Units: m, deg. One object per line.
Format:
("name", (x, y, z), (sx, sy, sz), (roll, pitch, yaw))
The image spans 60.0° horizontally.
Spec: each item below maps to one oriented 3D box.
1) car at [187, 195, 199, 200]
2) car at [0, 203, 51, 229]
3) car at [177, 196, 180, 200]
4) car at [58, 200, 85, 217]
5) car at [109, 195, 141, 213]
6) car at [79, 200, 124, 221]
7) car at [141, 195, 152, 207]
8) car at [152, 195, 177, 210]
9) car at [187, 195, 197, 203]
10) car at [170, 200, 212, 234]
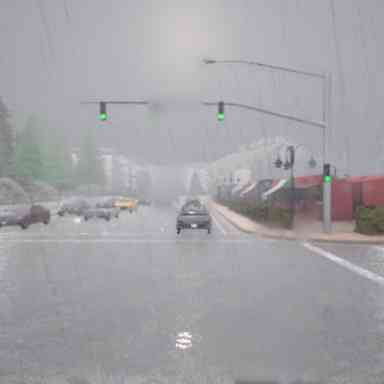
("car", (0.114, 1.380, 41.622), (1.837, 1.490, 4.892), (0, 0, 0))
("car", (-10.621, 1.474, 21.173), (1.812, 1.442, 4.674), (0, 0, 1))
("car", (-3.477, 1.351, 65.554), (2.033, 1.411, 5.357), (0, 0, 0))
("car", (-10.584, 1.446, 30.410), (1.812, 1.442, 4.674), (0, 0, 0))
("car", (-7.071, 1.378, 35.695), (1.882, 1.535, 5.008), (0, 0, 0))
("car", (-7.081, 1.530, 26.459), (1.895, 1.301, 4.718), (0, 0, 0))
("car", (-7.038, 1.210, 49.203), (2.097, 1.767, 4.553), (0, 0, 1))
("car", (-3.386, 1.370, 41.467), (2.128, 1.511, 4.902), (0, 0, 0))
("car", (0.023, 1.363, 65.743), (1.994, 1.385, 4.181), (0, 0, 0))
("car", (0.106, 1.439, 18.874), (2.128, 1.511, 4.902), (0, 0, 0))
